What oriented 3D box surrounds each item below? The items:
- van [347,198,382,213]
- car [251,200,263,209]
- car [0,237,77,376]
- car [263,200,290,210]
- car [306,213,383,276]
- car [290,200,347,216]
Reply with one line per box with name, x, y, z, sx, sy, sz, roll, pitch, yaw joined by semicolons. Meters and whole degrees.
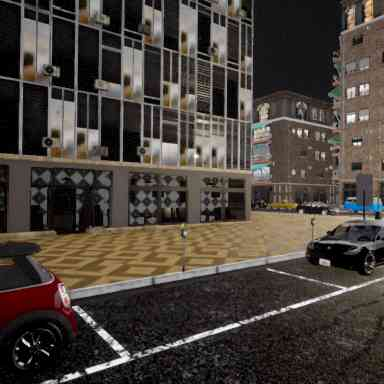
van;19.184;1.525;37.457;1.690;1.788;3.998;0;-1;-35
car;9.698;1.865;51.137;1.947;1.339;4.313;0;-1;-35
car;-3.647;1.440;3.947;4.097;1.590;1.967;0;1;-35
car;12.762;1.788;46.716;1.752;1.417;4.829;0;-1;-35
car;5.435;1.567;10.415;4.313;1.339;1.947;0;1;-35
car;12.294;1.620;32.684;2.008;1.369;4.403;0;-1;-35
